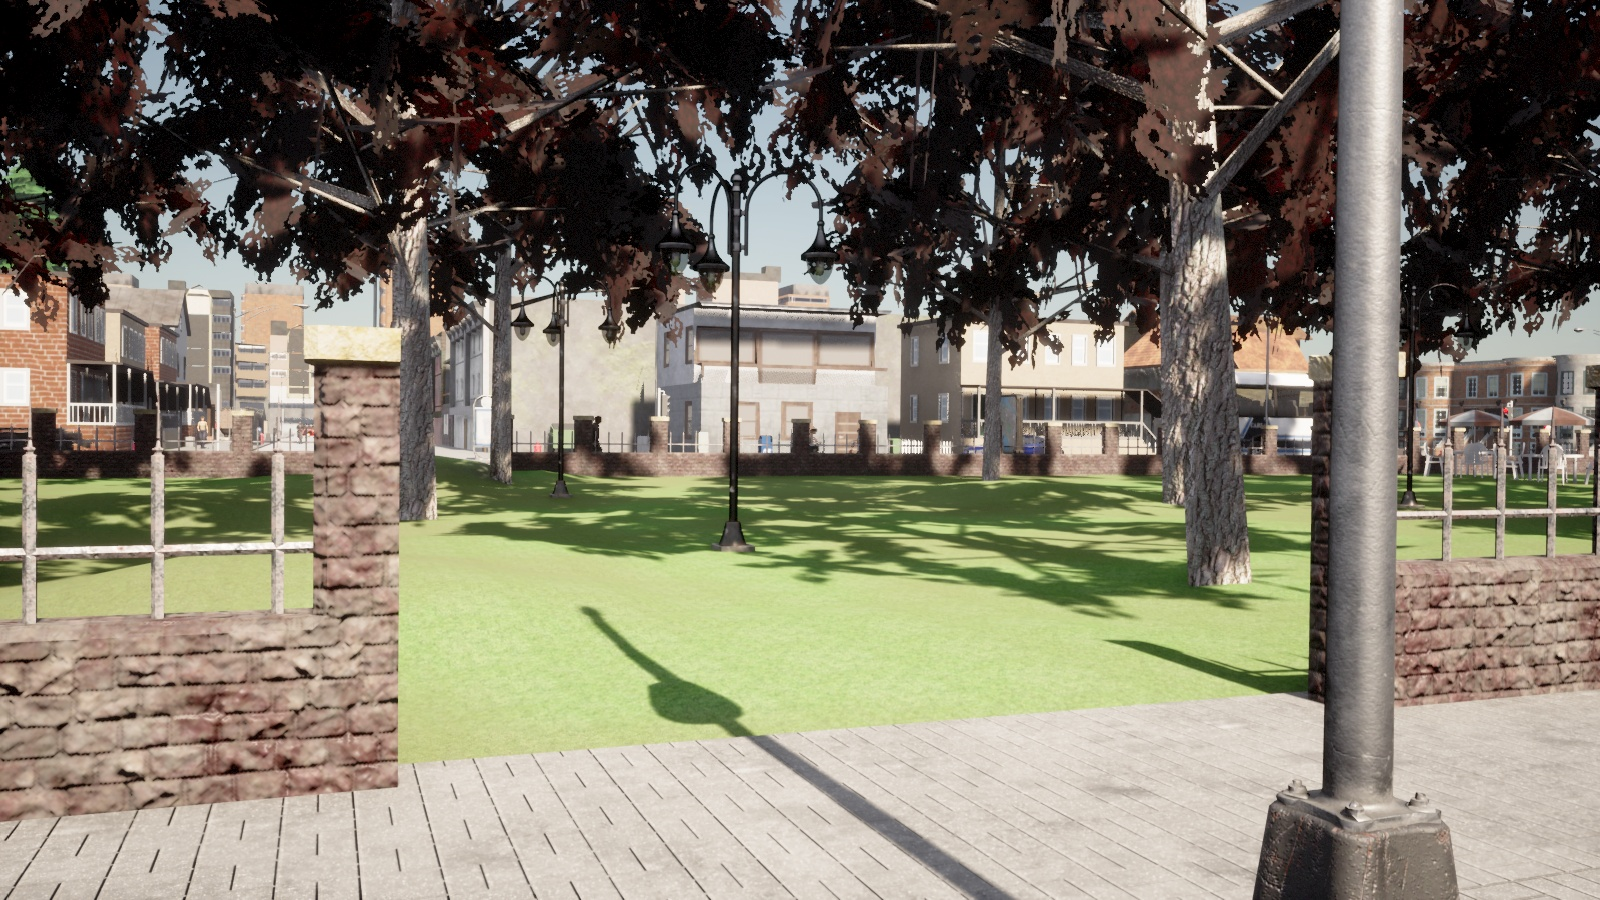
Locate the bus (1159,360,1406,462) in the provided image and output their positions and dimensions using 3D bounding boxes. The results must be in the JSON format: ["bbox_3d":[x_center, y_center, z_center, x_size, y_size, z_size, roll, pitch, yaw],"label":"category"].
[{"bbox_3d":[21.545,-1.723,56.104,10.273,4.253,3.944,-1,1,-21],"label":"bus"}]

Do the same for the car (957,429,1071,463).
[{"bbox_3d":[9.514,-0.186,55.832,4.674,1.442,1.812,-1,1,-21],"label":"car"}]

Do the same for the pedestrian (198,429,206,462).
[{"bbox_3d":[-33.351,-0.272,70.063,0.345,1.836,0.594,-1,1,-21],"label":"pedestrian"}]

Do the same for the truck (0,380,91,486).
[{"bbox_3d":[-28.181,-0.559,41.719,7.936,3.462,2.891,-1,1,-28],"label":"truck"}]

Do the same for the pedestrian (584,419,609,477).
[{"bbox_3d":[-6.442,-0.069,39.761,0.703,1.840,0.431,-1,1,-21],"label":"pedestrian"}]
